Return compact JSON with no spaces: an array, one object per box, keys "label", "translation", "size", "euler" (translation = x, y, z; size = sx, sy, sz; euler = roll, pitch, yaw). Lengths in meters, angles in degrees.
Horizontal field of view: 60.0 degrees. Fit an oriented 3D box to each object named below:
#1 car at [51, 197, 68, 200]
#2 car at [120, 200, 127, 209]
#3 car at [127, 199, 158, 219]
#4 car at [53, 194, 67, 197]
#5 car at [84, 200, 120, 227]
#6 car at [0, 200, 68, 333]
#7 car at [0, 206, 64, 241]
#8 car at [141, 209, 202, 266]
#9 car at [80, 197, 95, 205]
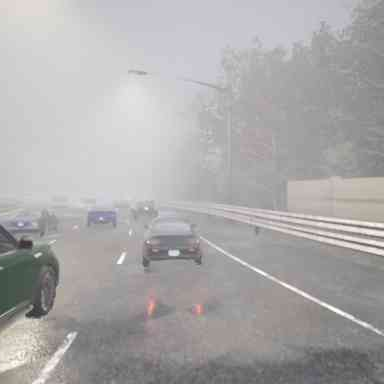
[{"label":"car","translation":[-19.913,1.795,50.082],"size":[1.895,1.301,4.718],"euler":[0,0,-28]},{"label":"car","translation":[-10.053,1.744,45.962],"size":[1.895,1.301,4.718],"euler":[0,0,-25]},{"label":"car","translation":[-4.371,1.435,29.848],"size":[2.097,1.767,4.553],"euler":[0,0,-15]},{"label":"car","translation":[-30.691,1.524,76.956],"size":[2.150,2.045,5.566],"euler":[0,0,-43]},{"label":"car","translation":[-6.315,1.556,23.686],"size":[1.882,1.535,5.008],"euler":[0,0,-12]},{"label":"car","translation":[-3.624,1.246,4.292],"size":[2.150,2.045,5.566],"euler":[0,0,-2]},{"label":"car","translation":[-8.770,1.625,18.583],"size":[2.033,1.411,5.357],"euler":[0,0,-11]},{"label":"car","translation":[-0.750,1.554,11.629],"size":[1.812,1.442,4.674],"euler":[0,0,-6]},{"label":"car","translation":[-19.637,1.725,62.819],"size":[1.837,1.490,4.892],"euler":[0,0,-33]}]
